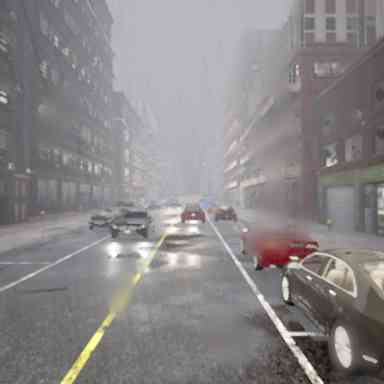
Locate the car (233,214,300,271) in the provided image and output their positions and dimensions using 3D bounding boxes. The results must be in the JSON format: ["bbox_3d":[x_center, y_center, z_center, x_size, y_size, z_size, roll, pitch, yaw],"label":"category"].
[{"bbox_3d":[2.710,1.638,11.101,1.887,1.381,4.507,1,0,0],"label":"car"}]

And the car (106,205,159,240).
[{"bbox_3d":[-3.086,1.677,18.254,1.812,1.442,4.674,0,-1,0],"label":"car"}]

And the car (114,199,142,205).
[{"bbox_3d":[-5.653,1.546,28.188,2.192,1.841,5.009,1,0,0],"label":"car"}]

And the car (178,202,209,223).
[{"bbox_3d":[0.120,1.797,28.343,1.994,1.385,4.181,0,0,0],"label":"car"}]

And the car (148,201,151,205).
[{"bbox_3d":[-5.654,1.858,33.857,1.802,1.307,4.206,1,0,0],"label":"car"}]

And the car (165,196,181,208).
[{"bbox_3d":[-3.010,1.822,58.595,2.097,1.767,4.553,0,0,0],"label":"car"}]

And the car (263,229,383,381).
[{"bbox_3d":[2.706,1.597,5.431,2.008,1.369,4.403,1,0,0],"label":"car"}]

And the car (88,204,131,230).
[{"bbox_3d":[-5.661,1.737,22.516,2.008,1.369,4.403,1,0,0],"label":"car"}]

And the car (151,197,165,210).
[{"bbox_3d":[-5.639,1.850,50.871,1.967,1.590,4.097,1,0,0],"label":"car"}]

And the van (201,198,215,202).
[{"bbox_3d":[2.709,1.751,50.796,1.690,1.788,3.998,1,0,0],"label":"van"}]

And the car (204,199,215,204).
[{"bbox_3d":[2.720,1.847,39.623,1.752,1.417,4.829,1,0,0],"label":"car"}]

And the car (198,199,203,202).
[{"bbox_3d":[0.101,1.955,43.704,1.895,1.301,4.718,0,0,0],"label":"car"}]

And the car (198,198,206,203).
[{"bbox_3d":[2.735,2.280,90.486,1.947,1.339,4.313,1,0,0],"label":"car"}]

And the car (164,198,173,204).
[{"bbox_3d":[-5.620,2.173,79.224,1.887,1.381,4.507,1,0,0],"label":"car"}]

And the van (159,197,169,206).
[{"bbox_3d":[-5.625,1.883,67.884,1.690,1.788,3.998,1,0,0],"label":"van"}]

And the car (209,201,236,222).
[{"bbox_3d":[2.723,1.775,28.113,1.887,1.381,4.507,1,0,0],"label":"car"}]
